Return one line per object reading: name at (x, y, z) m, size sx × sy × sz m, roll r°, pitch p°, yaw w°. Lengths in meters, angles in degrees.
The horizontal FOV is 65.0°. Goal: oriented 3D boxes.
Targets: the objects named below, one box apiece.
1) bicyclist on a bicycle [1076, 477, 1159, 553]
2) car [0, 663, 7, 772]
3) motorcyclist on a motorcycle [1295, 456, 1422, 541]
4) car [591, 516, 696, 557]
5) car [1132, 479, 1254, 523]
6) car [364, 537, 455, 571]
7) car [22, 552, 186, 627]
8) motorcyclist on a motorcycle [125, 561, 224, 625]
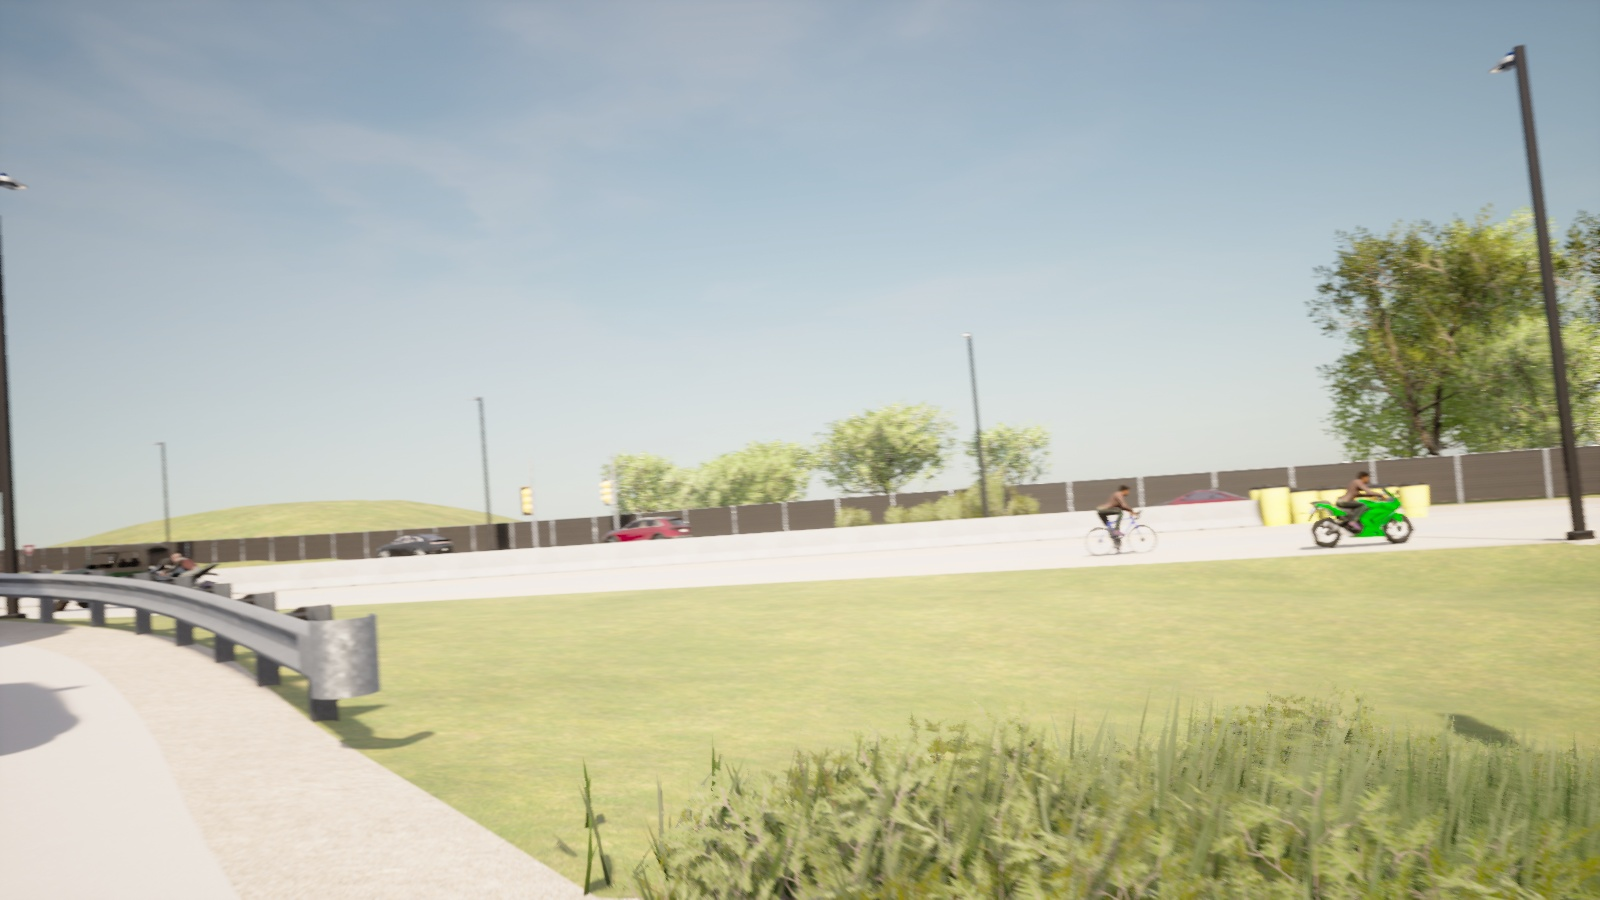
bicyclist on a bicycle at (7.333, 1.504, 29.029) m, size 1.656 × 1.620 × 0.582 m, roll -5°, pitch -4°, yaw 4°
car at (-6.555, 1.222, 8.399) m, size 1.851 × 1.617 × 3.988 m, roll -4°, pitch -1°, yaw -35°
motorcyclist on a motorcycle at (11.213, 0.986, 25.259) m, size 2.044 × 1.523 × 0.797 m, roll -5°, pitch -4°, yaw 4°
car at (-7.760, 4.268, 62.055) m, size 4.856 × 1.649 × 2.033 m, roll -6°, pitch -3°, yaw 31°
car at (15.329, 1.987, 49.000) m, size 4.181 × 1.385 × 1.994 m, roll -6°, pitch -3°, yaw 26°
car at (-21.960, 5.831, 70.573) m, size 4.902 × 1.511 × 2.128 m, roll -6°, pitch -3°, yaw 31°
car at (-21.002, 4.190, 37.980) m, size 3.866 × 1.878 × 1.905 m, roll -5°, pitch -3°, yaw 4°
motorcyclist on a motorcycle at (-17.021, 3.878, 34.191) m, size 2.191 × 1.530 × 0.866 m, roll -5°, pitch -3°, yaw 4°
